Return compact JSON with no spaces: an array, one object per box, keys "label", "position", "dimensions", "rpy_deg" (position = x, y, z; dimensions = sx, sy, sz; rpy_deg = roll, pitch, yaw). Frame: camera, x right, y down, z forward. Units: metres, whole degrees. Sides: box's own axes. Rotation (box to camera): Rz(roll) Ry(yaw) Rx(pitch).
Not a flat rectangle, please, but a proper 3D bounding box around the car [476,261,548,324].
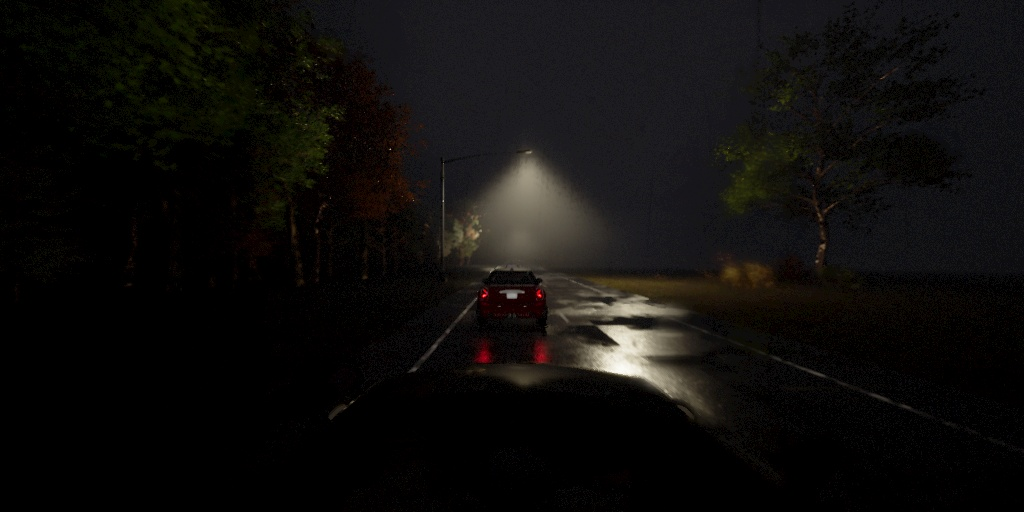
[{"label":"car","position":[0.000,1.175,12.373],"dimensions":[2.097,1.767,4.553],"rpy_deg":[0,0,0]}]
